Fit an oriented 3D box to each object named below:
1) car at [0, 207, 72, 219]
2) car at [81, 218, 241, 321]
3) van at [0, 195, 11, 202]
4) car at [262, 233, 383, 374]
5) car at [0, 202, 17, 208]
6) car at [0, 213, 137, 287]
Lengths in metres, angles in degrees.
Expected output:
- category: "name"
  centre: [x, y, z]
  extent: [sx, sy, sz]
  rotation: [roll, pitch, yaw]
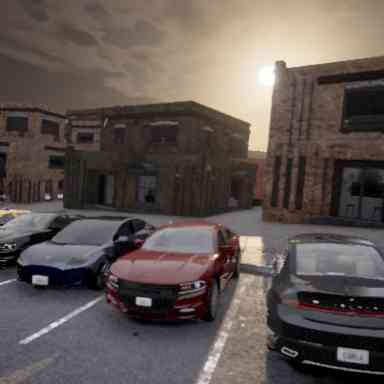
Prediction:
- category: "car"
  centre: [-4.859, 1.376, 10.900]
  extent: [2.097, 1.535, 5.008]
  rotation: [1, 0, 15]
- category: "car"
  centre: [-0.069, 1.430, 7.503]
  extent: [2.097, 1.535, 5.008]
  rotation: [1, 0, 15]
- category: "van"
  centre: [-9.626, 1.097, 14.399]
  extent: [1.878, 1.987, 4.442]
  rotation: [0, 0, 15]
- category: "car"
  centre: [2.315, 1.459, 5.792]
  extent: [2.231, 1.521, 4.892]
  rotation: [0, 0, 15]
- category: "car"
  centre: [-7.310, 1.344, 12.410]
  extent: [1.946, 1.575, 5.366]
  rotation: [1, 0, 15]
- category: "car"
  centre: [-2.477, 1.433, 9.168]
  extent: [2.163, 1.488, 4.792]
  rotation: [1, 0, 15]
